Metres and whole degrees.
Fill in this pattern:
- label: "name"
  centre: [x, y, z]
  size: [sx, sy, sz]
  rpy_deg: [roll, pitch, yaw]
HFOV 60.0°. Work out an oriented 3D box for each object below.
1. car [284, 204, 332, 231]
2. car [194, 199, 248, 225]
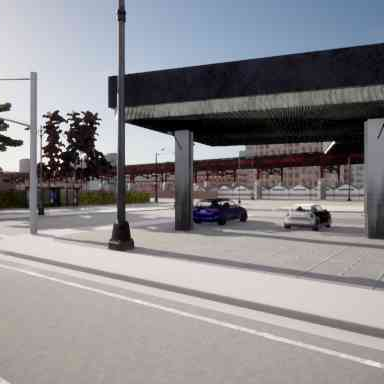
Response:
- label: "car"
  centre: [7.112, 1.456, 20.206]
  size: [1.970, 1.475, 3.806]
  rpy_deg: [0, 0, 37]
- label: "car"
  centre: [2.032, 1.295, 22.995]
  size: [2.242, 1.667, 4.611]
  rpy_deg: [0, 0, 37]
